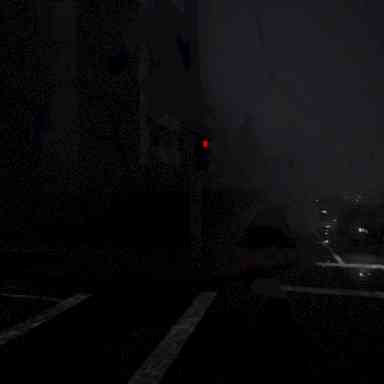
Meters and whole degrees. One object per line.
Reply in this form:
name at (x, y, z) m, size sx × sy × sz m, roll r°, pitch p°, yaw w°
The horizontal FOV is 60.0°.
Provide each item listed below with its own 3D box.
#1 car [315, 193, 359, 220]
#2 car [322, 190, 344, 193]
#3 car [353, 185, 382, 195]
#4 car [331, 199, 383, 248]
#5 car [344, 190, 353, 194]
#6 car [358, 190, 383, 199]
car at (9.278, 1.012, 22.111) m, size 2.033 × 1.411 × 5.357 m, roll 0°, pitch 1°, yaw 16°
car at (13.065, 0.742, 31.777) m, size 1.837 × 1.490 × 4.892 m, roll 0°, pitch 1°, yaw 28°
car at (18.364, 0.343, 34.178) m, size 2.150 × 2.045 × 5.566 m, roll 0°, pitch 1°, yaw 33°
car at (6.812, 1.192, 12.845) m, size 1.812 × 1.442 × 4.674 m, roll -1°, pitch 1°, yaw 15°
car at (18.606, 0.530, 40.417) m, size 1.812 × 1.442 × 4.674 m, roll 0°, pitch 1°, yaw 39°
car at (13.789, 0.837, 24.524) m, size 1.882 × 1.535 × 5.008 m, roll 0°, pitch 1°, yaw 20°
